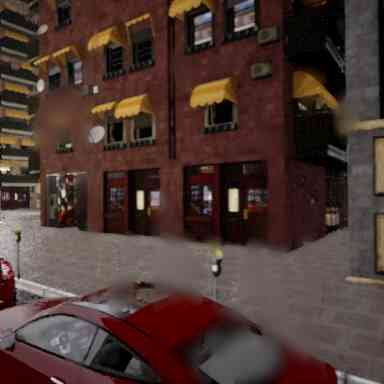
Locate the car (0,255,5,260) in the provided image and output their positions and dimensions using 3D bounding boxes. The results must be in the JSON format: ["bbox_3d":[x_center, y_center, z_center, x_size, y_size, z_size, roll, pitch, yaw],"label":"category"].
[{"bbox_3d":[-5.256,1.454,6.483,4.097,1.590,1.967,0,-1,36],"label":"car"}]

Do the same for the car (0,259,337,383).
[{"bbox_3d":[-0.740,1.586,3.259,4.206,1.307,1.802,0,-1,36],"label":"car"}]
